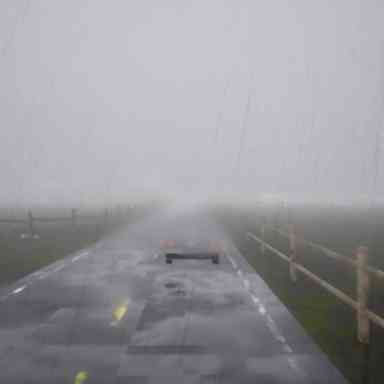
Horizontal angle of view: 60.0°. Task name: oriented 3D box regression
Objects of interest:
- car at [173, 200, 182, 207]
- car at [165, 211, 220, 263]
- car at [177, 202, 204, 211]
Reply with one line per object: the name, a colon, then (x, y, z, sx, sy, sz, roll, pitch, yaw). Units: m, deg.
car: (-2.713, 2.264, 65.285, 1.895, 1.301, 4.718, 0, -1, 0)
car: (0.022, 1.680, 12.536, 2.033, 1.411, 5.357, 0, -1, 0)
car: (0.034, 1.835, 27.531, 2.033, 1.411, 5.357, 0, -1, 0)
